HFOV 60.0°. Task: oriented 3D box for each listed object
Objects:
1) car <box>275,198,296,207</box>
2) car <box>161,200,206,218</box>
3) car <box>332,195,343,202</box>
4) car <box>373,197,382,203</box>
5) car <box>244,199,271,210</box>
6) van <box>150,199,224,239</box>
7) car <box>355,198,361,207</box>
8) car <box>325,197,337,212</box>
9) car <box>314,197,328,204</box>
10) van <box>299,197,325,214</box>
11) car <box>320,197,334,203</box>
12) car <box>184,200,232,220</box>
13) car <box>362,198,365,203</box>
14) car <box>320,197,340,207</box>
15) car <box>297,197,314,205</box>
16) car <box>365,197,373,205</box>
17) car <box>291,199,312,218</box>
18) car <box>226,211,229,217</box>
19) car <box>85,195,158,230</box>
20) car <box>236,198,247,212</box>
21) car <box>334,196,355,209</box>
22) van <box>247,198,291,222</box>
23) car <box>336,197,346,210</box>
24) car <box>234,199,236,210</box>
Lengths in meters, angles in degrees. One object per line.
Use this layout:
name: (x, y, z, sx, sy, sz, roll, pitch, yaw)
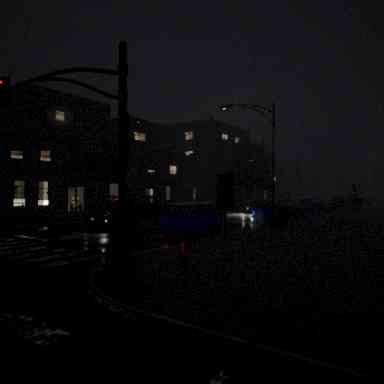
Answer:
car: (15.291, 1.664, 54.108, 1.887, 1.381, 4.507, 0, 0, 35)
car: (-0.691, 1.557, 31.387, 1.752, 1.417, 4.829, 0, 0, 35)
car: (37.529, 1.711, 85.723, 1.967, 1.590, 4.097, 0, 0, 35)
car: (44.373, 1.899, 80.887, 1.947, 1.339, 4.313, 0, 0, 35)
car: (8.937, 1.627, 45.077, 1.887, 1.381, 4.507, 0, 0, 35)
van: (-0.102, 1.406, 17.658, 1.690, 1.788, 3.998, 0, 0, 35)
car: (25.313, 1.516, 53.790, 2.192, 1.841, 5.009, 0, 0, 35)
car: (15.879, 1.670, 40.379, 1.752, 1.417, 4.829, 0, 0, 35)
car: (27.900, 1.727, 72.034, 1.752, 1.417, 4.829, 0, 0, 35)
van: (12.605, 1.468, 35.723, 1.690, 1.788, 3.998, 0, 0, 35)
car: (31.174, 1.791, 76.690, 1.947, 1.339, 4.313, 0, 0, 35)
car: (1.551, 1.529, 30.064, 1.882, 1.535, 5.008, 1, 0, 35)
car: (28.587, 1.747, 58.445, 1.752, 1.417, 4.829, 0, 0, 35)
car: (22.770, 1.657, 54.674, 1.882, 1.535, 5.008, 1, 0, 35)
car: (21.645, 1.704, 63.141, 1.887, 1.381, 4.507, 0, 0, 35)
car: (34.842, 1.809, 67.338, 1.887, 1.381, 4.507, 0, 0, 35)
car: (9.427, 1.655, 31.206, 1.887, 1.381, 4.507, 0, 0, 35)
car: (0.405, 1.658, 22.845, 1.895, 1.301, 4.718, 1, 0, 35)
car: (-4.262, 1.246, 21.802, 2.150, 2.045, 5.566, 1, 0, 35)
car: (7.510, 1.574, 38.520, 2.128, 1.511, 4.902, 1, 0, 35)
car: (22.136, 1.496, 49.273, 2.192, 1.841, 5.009, 0, 0, 35)
van: (6.252, 1.435, 26.691, 1.690, 1.788, 3.998, 0, 0, 35)
car: (18.958, 1.728, 44.756, 1.947, 1.339, 4.313, 0, 0, 35)
car: (5.762, 1.505, 40.560, 1.967, 1.590, 4.097, 0, 0, 35)
